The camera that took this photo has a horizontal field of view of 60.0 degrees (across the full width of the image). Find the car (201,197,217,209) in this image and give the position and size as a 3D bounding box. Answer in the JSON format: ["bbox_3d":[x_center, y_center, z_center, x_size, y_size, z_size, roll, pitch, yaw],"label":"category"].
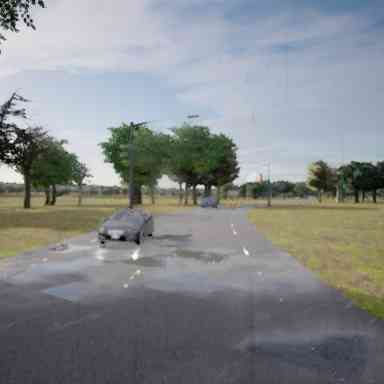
[{"bbox_3d":[3.053,1.955,58.409,2.150,2.045,5.566,0,-1,13],"label":"car"}]

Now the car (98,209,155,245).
[{"bbox_3d":[-3.008,1.594,16.143,2.128,1.511,4.902,0,-1,4],"label":"car"}]

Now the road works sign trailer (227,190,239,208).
[{"bbox_3d":[7.947,1.321,63.884,2.380,3.560,2.880,0,-1,14],"label":"road works sign trailer"}]
